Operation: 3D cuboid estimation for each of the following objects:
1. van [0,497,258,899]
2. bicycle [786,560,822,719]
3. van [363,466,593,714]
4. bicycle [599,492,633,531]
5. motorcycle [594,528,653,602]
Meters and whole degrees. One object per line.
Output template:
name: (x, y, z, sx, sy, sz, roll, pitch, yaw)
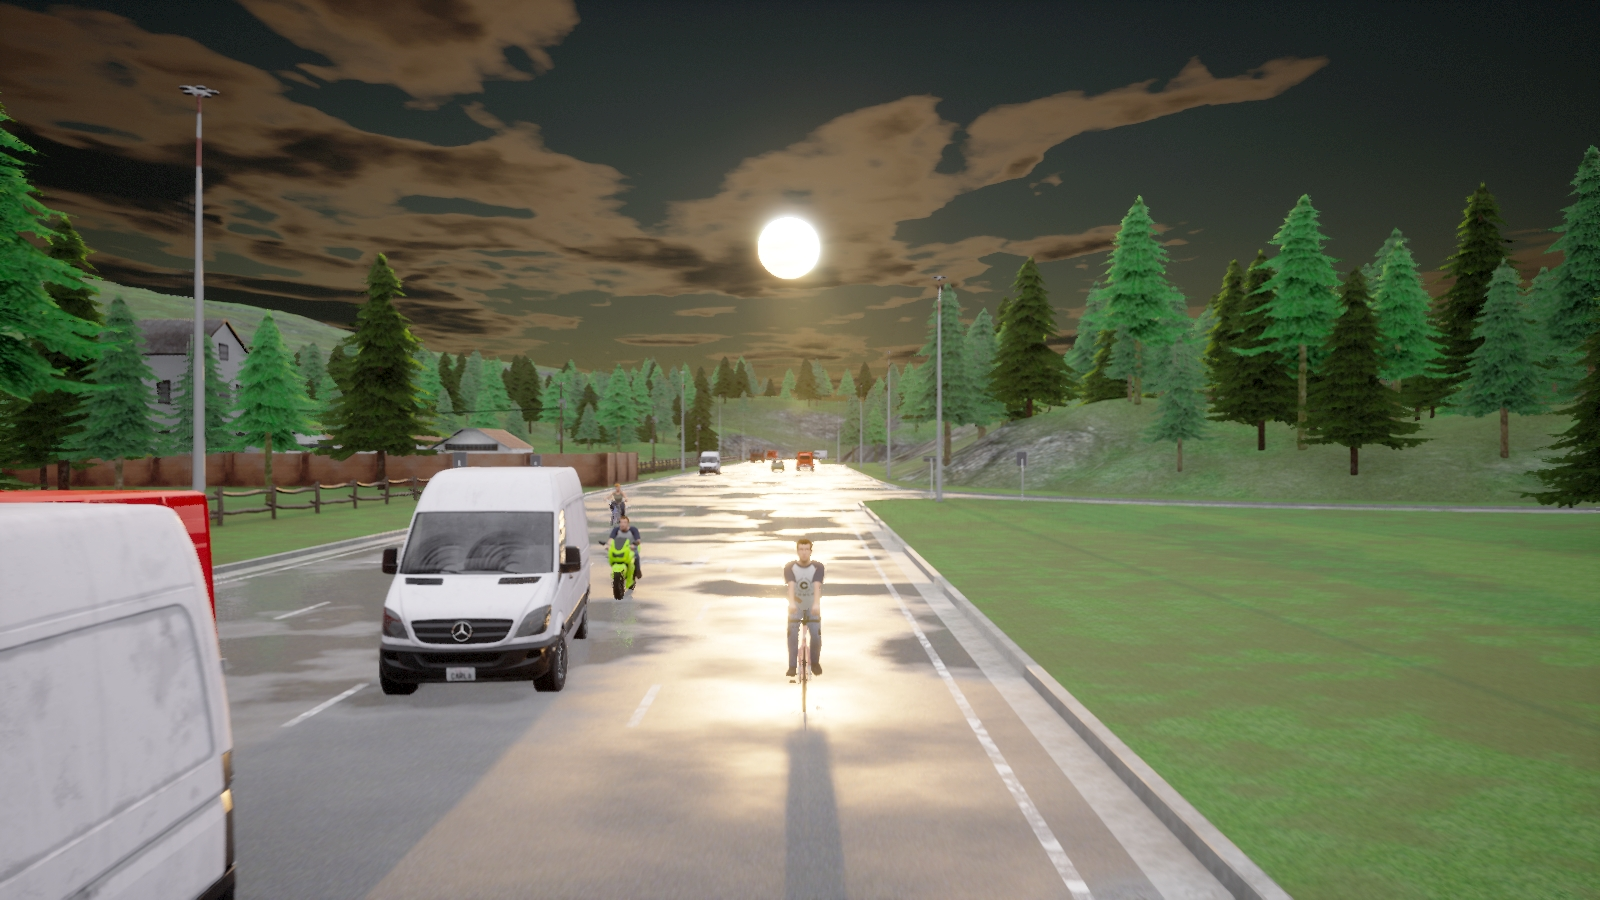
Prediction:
van: (-3.644, 1.532, 2.790, 1.988, 2.561, 5.915, 0, 0, -2)
bicycle: (0.048, 2.051, 12.735, 0.373, 1.496, 1.643, 0, 0, 0)
van: (-3.961, 1.529, 15.152, 1.988, 2.561, 5.915, 0, 0, -6)
bicycle: (-6.439, 2.143, 40.121, 0.859, 1.277, 1.487, 1, 0, 4)
motorcycle: (-3.364, 2.177, 21.970, 0.803, 1.199, 2.033, 0, 0, 1)
